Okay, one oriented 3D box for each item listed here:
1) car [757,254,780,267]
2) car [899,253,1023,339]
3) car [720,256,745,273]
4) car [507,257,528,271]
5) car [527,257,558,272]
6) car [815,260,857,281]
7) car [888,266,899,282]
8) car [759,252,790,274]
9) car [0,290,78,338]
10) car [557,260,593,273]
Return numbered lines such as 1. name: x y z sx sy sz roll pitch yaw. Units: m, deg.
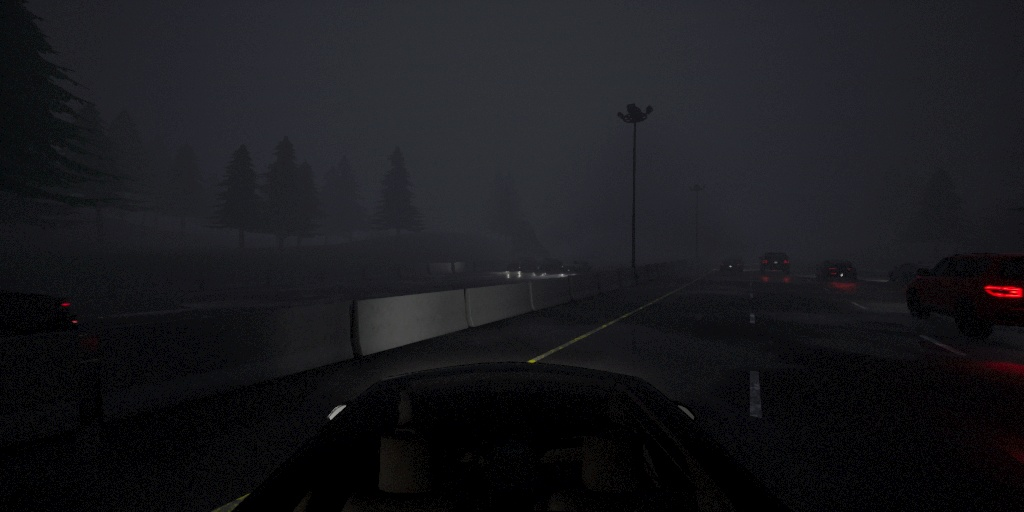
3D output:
1. car: 33.311 0.584 46.691 2.128 1.511 4.902 0 1 33
2. car: 12.759 0.945 9.432 2.150 2.045 5.566 0 0 34
3. car: 22.518 0.956 36.780 1.994 1.385 4.181 0 1 34
4. car: 1.307 0.879 42.981 2.097 1.767 4.553 0 1 34
5. car: 4.208 1.017 41.022 2.128 1.511 4.902 0 1 34
6. car: 24.652 1.015 27.340 1.837 1.490 4.892 0 1 34
7. car: 25.809 1.081 22.754 1.812 1.442 4.674 0 1 34
8. car: 25.048 0.629 34.260 2.150 2.045 5.566 0 1 34
9. car: -10.890 1.230 5.816 2.128 1.511 4.902 0 0 34
10. car: 7.107 1.158 39.060 1.895 1.301 4.718 0 1 34
